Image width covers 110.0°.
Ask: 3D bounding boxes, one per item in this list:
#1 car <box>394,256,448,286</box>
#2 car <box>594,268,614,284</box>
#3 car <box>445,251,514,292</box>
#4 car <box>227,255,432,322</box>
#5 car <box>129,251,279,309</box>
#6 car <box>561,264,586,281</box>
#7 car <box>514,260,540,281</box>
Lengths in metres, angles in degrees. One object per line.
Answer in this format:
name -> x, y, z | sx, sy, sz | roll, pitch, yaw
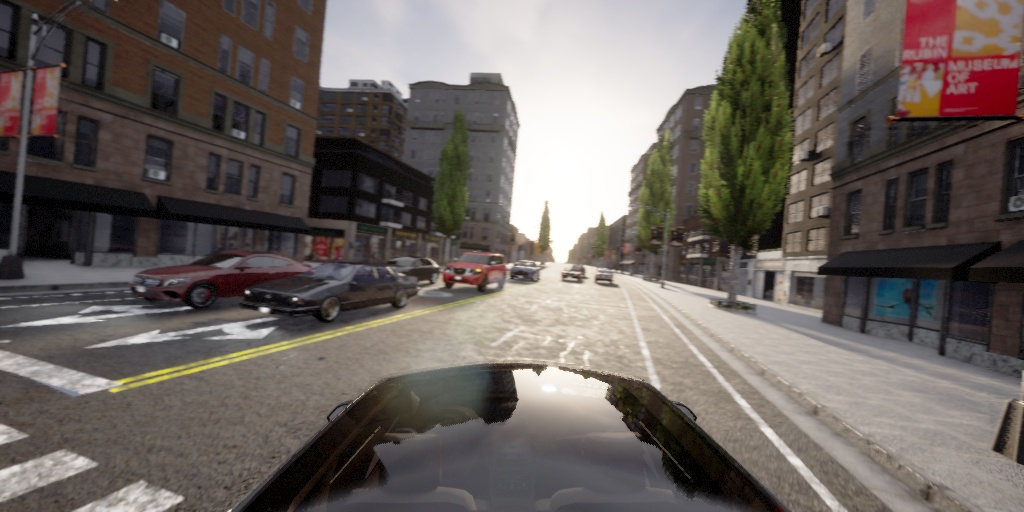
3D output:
car -> -5.578, 0.754, 19.257 | 1.837, 1.490, 4.892 | 5, 0, 16
car -> 9.538, 2.093, 37.237 | 2.033, 1.411, 5.357 | 5, 0, 14
car -> -1.878, 0.787, 20.305 | 2.150, 2.045, 5.566 | 5, 0, 16
car -> -4.740, 0.878, 10.524 | 2.033, 1.411, 5.357 | 5, 0, 16
car -> -8.071, 0.570, 10.673 | 1.812, 1.442, 4.674 | 5, 0, 16
car -> 6.341, 1.870, 37.826 | 1.895, 1.301, 4.718 | 5, 0, 14
car -> 1.232, 1.179, 31.653 | 2.097, 1.767, 4.553 | 5, 0, 13
